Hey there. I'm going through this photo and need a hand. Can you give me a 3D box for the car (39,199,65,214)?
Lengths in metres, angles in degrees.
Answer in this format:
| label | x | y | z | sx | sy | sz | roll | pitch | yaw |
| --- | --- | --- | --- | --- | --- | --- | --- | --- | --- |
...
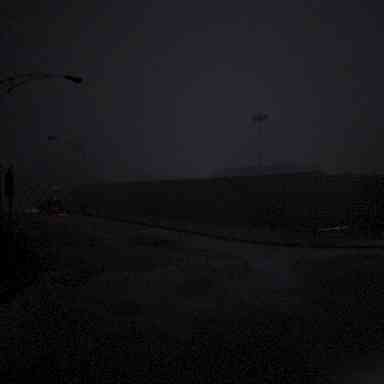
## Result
| label | x | y | z | sx | sy | sz | roll | pitch | yaw |
| --- | --- | --- | --- | --- | --- | --- | --- | --- | --- |
| car | -14.992 | 1.482 | 35.520 | 2.128 | 1.511 | 4.902 | 0 | 0 | -36 |
